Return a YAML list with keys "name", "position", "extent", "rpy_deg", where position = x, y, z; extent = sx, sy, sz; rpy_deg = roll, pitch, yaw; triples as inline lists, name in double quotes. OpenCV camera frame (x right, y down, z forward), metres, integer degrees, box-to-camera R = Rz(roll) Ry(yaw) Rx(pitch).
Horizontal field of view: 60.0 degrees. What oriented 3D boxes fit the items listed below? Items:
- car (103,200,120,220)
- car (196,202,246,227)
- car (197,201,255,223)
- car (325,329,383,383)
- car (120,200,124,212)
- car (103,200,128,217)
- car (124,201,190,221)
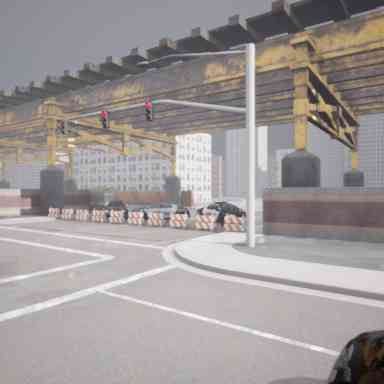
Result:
- name: "car"
  position: [-6.374, 1.458, 28.025]
  extent: [2.038, 1.542, 4.974]
  rpy_deg: [0, 0, -11]
- name: "car"
  position: [2.205, 1.456, 22.872]
  extent: [2.038, 1.542, 4.974]
  rpy_deg: [0, 0, -26]
- name: "car"
  position: [2.182, 1.298, 22.919]
  extent: [1.853, 1.218, 4.536]
  rpy_deg: [0, 0, -26]
- name: "car"
  position: [2.924, 1.564, 1.883]
  extent: [4.181, 1.385, 1.994]
  rpy_deg: [0, 0, 36]
- name: "car"
  position: [-2.620, 1.457, 25.353]
  extent: [4.974, 1.542, 2.038]
  rpy_deg: [0, 0, -1]
- name: "car"
  position: [-6.384, 1.301, 28.076]
  extent: [1.853, 1.218, 4.536]
  rpy_deg: [0, 0, -11]
- name: "car"
  position: [-2.568, 1.299, 25.354]
  extent: [4.536, 1.218, 1.853]
  rpy_deg: [0, 0, -1]
